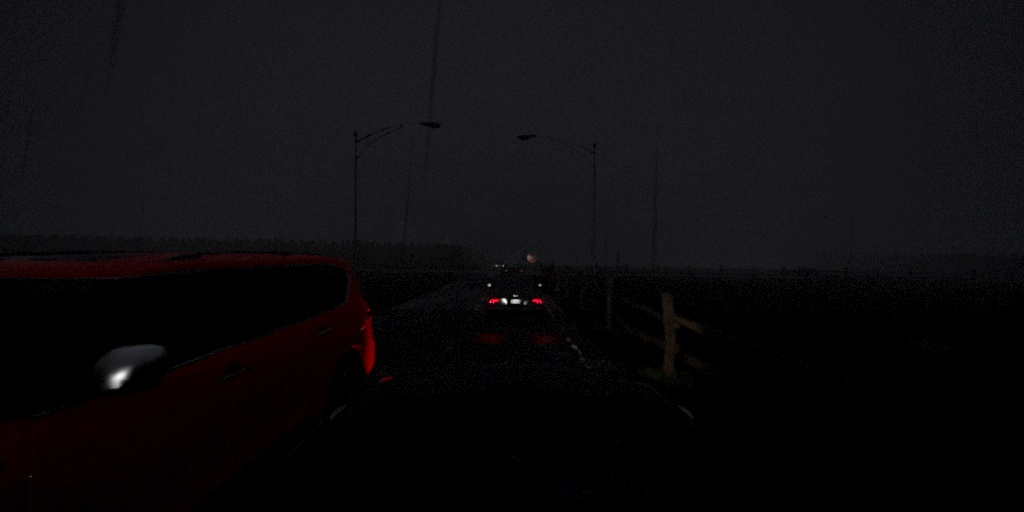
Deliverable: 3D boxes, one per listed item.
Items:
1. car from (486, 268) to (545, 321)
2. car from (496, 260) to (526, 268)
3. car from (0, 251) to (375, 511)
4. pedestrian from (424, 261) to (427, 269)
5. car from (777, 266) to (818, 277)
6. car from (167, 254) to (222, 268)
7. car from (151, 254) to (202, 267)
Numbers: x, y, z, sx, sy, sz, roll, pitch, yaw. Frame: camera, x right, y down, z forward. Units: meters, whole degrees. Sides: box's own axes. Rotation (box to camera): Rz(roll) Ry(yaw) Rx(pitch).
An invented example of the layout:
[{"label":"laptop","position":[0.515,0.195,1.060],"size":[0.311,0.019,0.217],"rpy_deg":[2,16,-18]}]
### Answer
[{"label":"car","position":[0.099,1.315,12.498],"size":[2.033,1.411,5.357],"rpy_deg":[0,0,0]},{"label":"car","position":[0.095,1.285,28.211],"size":[2.128,1.511,4.902],"rpy_deg":[0,0,0]},{"label":"car","position":[-2.851,0.973,2.461],"size":[2.150,2.045,5.566],"rpy_deg":[0,0,0]},{"label":"pedestrian","position":[-12.174,1.245,50.521],"size":[0.375,1.300,0.375],"rpy_deg":[0,-2,0]},{"label":"car","position":[37.846,2.069,47.617],"size":[4.674,1.442,1.812],"rpy_deg":[1,-1,0]},{"label":"car","position":[-39.363,0.625,44.487],"size":[4.902,1.511,2.128],"rpy_deg":[1,-1,0]},{"label":"car","position":[-44.233,0.586,47.322],"size":[4.892,1.490,1.837],"rpy_deg":[2,-1,0]}]
